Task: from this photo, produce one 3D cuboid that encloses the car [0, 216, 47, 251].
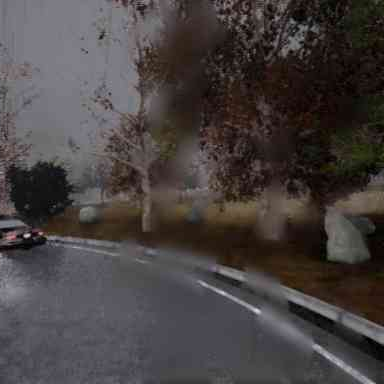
[{"bbox_3d":[-8.337,1.692,13.499,5.357,1.411,2.033,-1,0,28],"label":"car"}]
